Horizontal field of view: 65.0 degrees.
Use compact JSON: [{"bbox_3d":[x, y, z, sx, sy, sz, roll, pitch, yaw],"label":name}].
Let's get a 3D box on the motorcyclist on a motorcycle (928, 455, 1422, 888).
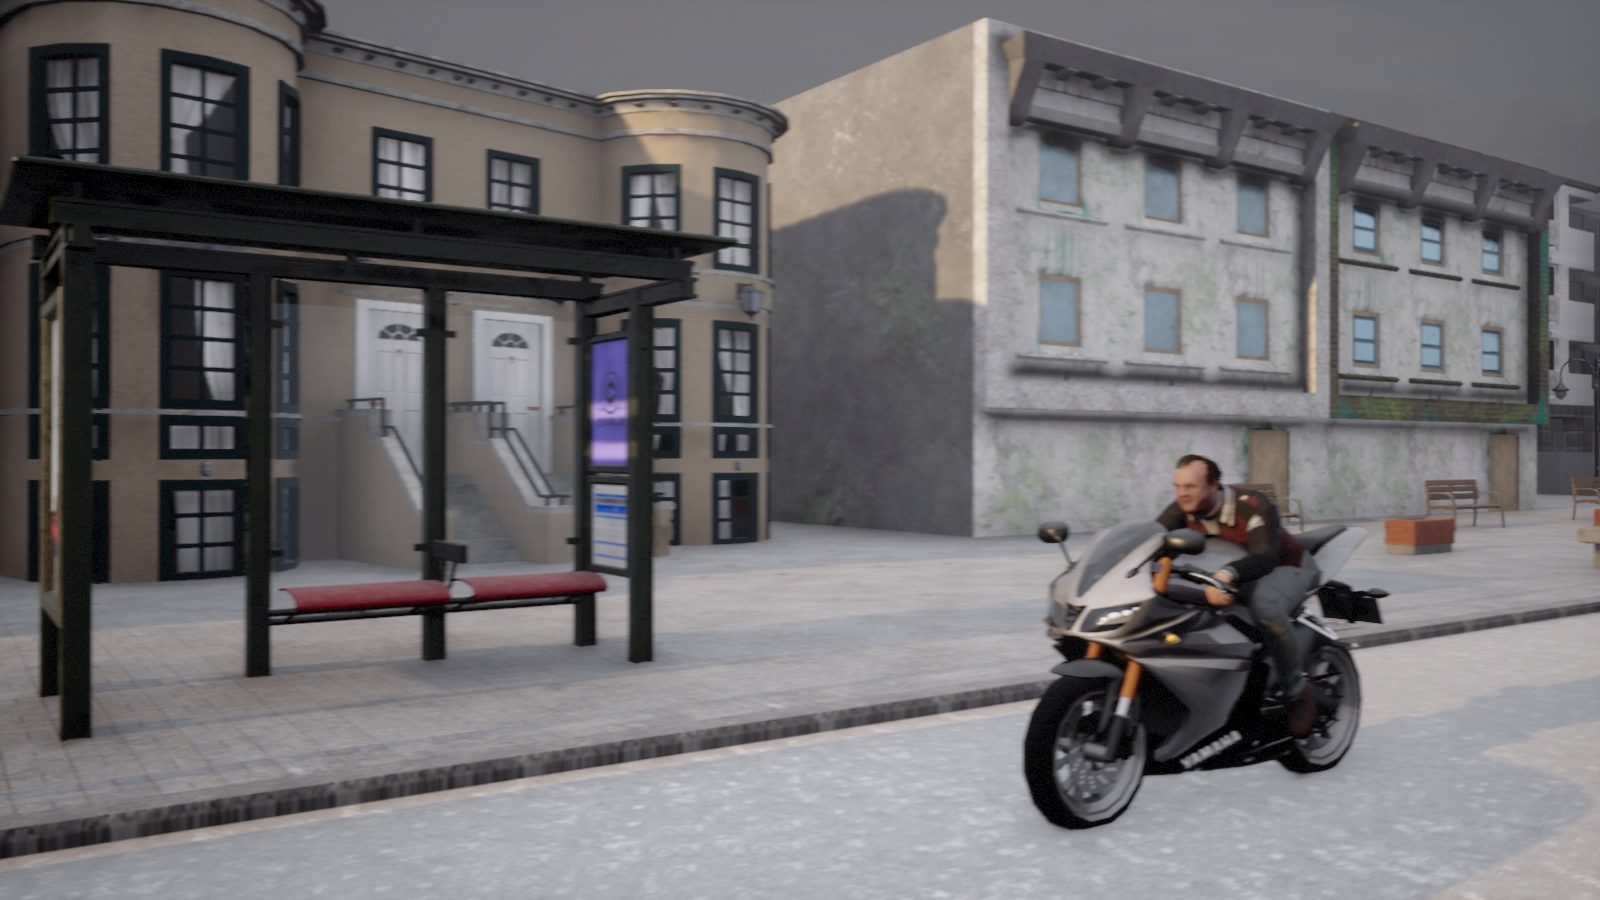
[{"bbox_3d":[1.675,0.790,5.434,2.191,1.530,0.866,0,0,-35],"label":"motorcyclist on a motorcycle"}]
